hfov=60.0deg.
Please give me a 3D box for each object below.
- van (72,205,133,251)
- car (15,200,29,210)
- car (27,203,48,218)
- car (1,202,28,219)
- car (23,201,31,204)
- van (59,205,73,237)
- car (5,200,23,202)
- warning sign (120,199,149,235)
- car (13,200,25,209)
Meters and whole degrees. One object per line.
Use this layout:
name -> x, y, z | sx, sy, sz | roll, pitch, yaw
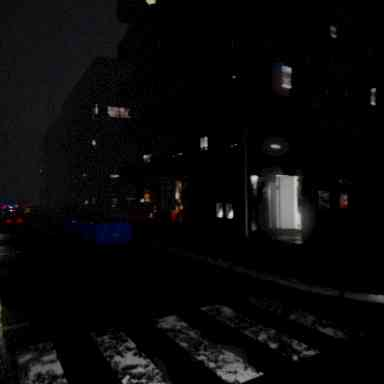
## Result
van -> -4.065, 1.564, 15.265 | 1.690, 1.788, 3.998 | -2, 0, -30
car -> -35.054, 2.709, 68.518 | 2.192, 1.841, 5.009 | -2, 0, -30
car -> -18.142, 2.336, 39.471 | 1.802, 1.307, 4.206 | -2, 0, -30
car -> -20.976, 2.310, 39.208 | 2.128, 1.511, 4.902 | -1, -1, -30
car -> -23.864, 2.496, 49.300 | 1.752, 1.417, 4.829 | -2, 0, -30
van -> -6.882, 1.670, 20.107 | 1.690, 1.788, 3.998 | -2, 0, -30
car -> -26.061, 2.233, 47.934 | 2.150, 2.045, 5.566 | -1, 0, -30
warning sign -> -3.220, 1.346, 18.583 | 1.300, 1.860, 1.060 | 0, 0, -30
car -> -40.688, 2.923, 78.200 | 2.192, 1.841, 5.009 | -2, 0, -30
